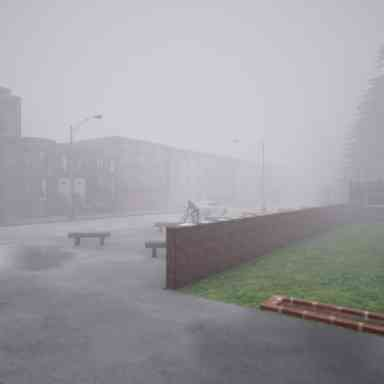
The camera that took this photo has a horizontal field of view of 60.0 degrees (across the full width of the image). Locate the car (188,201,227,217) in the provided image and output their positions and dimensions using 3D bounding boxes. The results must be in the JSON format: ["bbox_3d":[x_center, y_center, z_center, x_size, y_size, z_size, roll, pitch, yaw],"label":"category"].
[{"bbox_3d":[1.471,1.526,30.217,1.812,1.442,4.674,0,0,35],"label":"car"}]

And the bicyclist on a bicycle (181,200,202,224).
[{"bbox_3d":[-0.031,1.340,20.852,1.656,1.620,0.582,0,0,35],"label":"bicyclist on a bicycle"}]
